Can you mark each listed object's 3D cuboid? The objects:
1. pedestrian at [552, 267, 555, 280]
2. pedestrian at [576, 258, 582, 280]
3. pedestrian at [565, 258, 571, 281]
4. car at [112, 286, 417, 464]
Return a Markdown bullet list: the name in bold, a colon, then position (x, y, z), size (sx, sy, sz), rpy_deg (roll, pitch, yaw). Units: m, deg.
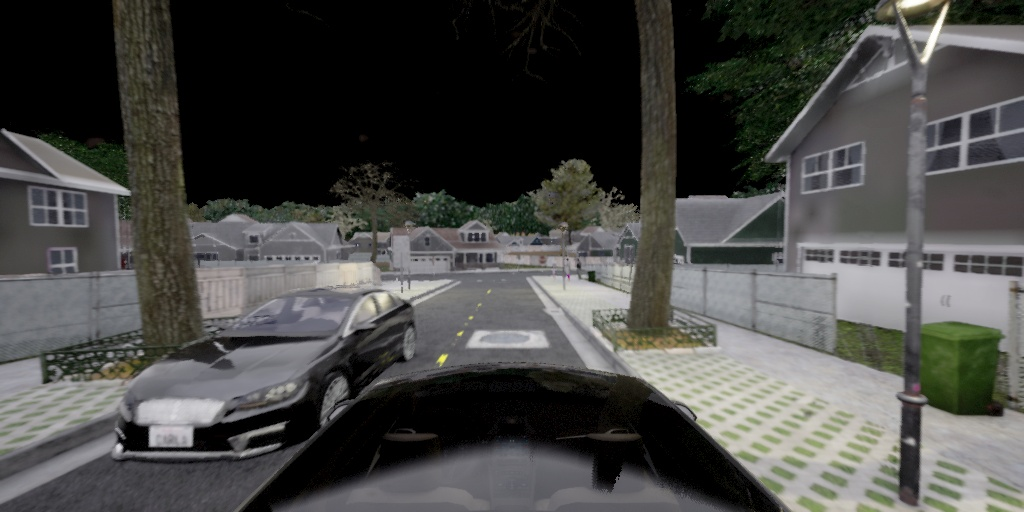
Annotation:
- **pedestrian**: position (3.517, 1.446, 30.200), size (0.500, 1.100, 0.500), rpy_deg (-3, 3, 0)
- **pedestrian**: position (5.517, 1.063, 29.581), size (0.375, 1.860, 0.375), rpy_deg (-3, 3, 0)
- **pedestrian**: position (4.517, 1.059, 28.981), size (0.375, 1.860, 0.375), rpy_deg (-3, 3, 0)
- **car**: position (-2.847, 1.264, 5.451), size (2.128, 1.511, 4.902), rpy_deg (0, 0, 0)
